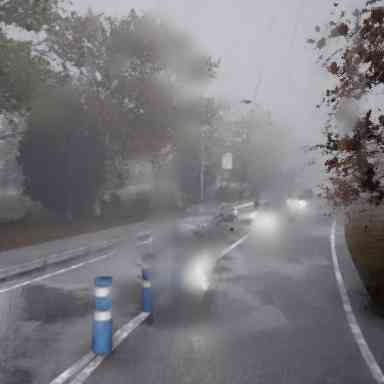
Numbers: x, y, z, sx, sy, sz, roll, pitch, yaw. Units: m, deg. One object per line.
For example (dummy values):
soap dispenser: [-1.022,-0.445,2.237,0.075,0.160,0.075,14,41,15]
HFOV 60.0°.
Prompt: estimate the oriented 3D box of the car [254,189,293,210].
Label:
car: [6.570,0.581,27.561,2.128,1.511,4.902,0,3,28]

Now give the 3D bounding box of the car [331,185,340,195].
car: [18.065,-0.203,40.646,1.812,1.442,4.674,0,3,30]

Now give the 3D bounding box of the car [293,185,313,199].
car: [12.603,-0.015,38.323,2.128,1.511,4.902,0,3,30]

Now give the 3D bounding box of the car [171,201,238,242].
car: [0.720,1.208,15.076,2.128,1.511,4.902,0,2,23]
